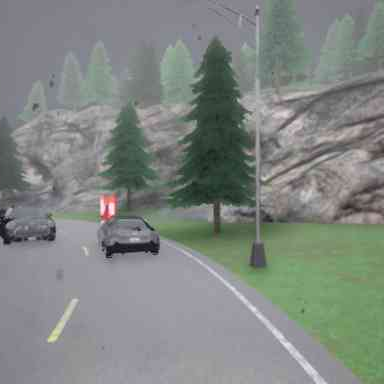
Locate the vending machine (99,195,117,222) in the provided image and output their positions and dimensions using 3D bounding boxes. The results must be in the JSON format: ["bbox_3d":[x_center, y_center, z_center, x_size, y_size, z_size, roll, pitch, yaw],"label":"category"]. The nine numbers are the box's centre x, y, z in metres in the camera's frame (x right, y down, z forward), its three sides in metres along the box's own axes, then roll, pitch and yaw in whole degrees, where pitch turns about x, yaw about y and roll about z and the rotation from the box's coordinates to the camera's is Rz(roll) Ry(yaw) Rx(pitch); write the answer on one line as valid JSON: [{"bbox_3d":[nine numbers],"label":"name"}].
[{"bbox_3d":[-6.752,1.307,26.834,1.100,2.100,0.880,0,0,-43],"label":"vending machine"}]

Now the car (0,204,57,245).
[{"bbox_3d":[-8.027,1.432,16.205,2.097,1.767,4.553,0,0,-32],"label":"car"}]

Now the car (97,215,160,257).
[{"bbox_3d":[-2.665,1.618,13.356,1.994,1.385,4.181,0,0,-20],"label":"car"}]
